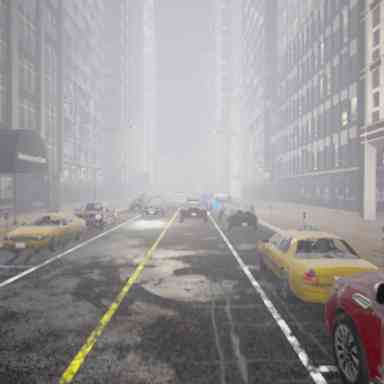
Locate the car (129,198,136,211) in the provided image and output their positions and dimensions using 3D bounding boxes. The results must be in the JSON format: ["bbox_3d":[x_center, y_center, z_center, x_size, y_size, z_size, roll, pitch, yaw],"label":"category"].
[{"bbox_3d":[-5.659,1.284,36.380,1.947,1.339,4.313,0,0,0],"label":"car"}]

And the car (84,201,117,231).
[{"bbox_3d":[-5.675,1.297,19.287,1.967,1.590,4.097,0,0,0],"label":"car"}]

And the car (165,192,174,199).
[{"bbox_3d":[-5.618,0.755,81.965,1.967,1.590,4.097,0,1,0],"label":"car"}]

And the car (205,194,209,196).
[{"bbox_3d":[2.722,1.262,36.371,1.887,1.381,4.507,0,0,0],"label":"car"}]

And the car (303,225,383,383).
[{"bbox_3d":[2.689,1.299,2.179,2.192,1.841,5.009,0,0,0],"label":"car"}]

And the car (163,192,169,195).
[{"bbox_3d":[-5.639,1.068,59.173,1.887,1.381,4.507,0,0,0],"label":"car"}]

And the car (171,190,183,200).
[{"bbox_3d":[-2.939,0.662,68.897,2.150,2.045,5.566,0,1,0],"label":"car"}]

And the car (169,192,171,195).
[{"bbox_3d":[-5.634,1.055,64.872,1.802,1.307,4.206,0,0,0],"label":"car"}]

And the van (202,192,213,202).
[{"bbox_3d":[2.742,0.864,59.163,1.690,1.788,3.998,0,0,0],"label":"van"}]

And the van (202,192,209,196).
[{"bbox_3d":[2.736,0.913,53.464,1.690,1.788,3.998,0,0,0],"label":"van"}]

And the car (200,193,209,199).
[{"bbox_3d":[2.757,0.934,76.261,1.947,1.339,4.313,0,1,0],"label":"car"}]

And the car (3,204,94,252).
[{"bbox_3d":[-5.680,1.427,13.417,1.752,1.417,4.829,0,0,0],"label":"car"}]

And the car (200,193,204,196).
[{"bbox_3d":[0.138,1.234,42.064,1.994,1.385,4.181,0,1,0],"label":"car"}]

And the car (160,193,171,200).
[{"bbox_3d":[-5.629,0.972,70.569,2.008,1.369,4.403,0,1,0],"label":"car"}]

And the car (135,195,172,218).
[{"bbox_3d":[-3.073,1.280,27.871,2.128,1.511,4.902,0,0,0],"label":"car"}]

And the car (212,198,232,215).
[{"bbox_3d":[2.711,1.394,24.976,1.802,1.307,4.206,0,0,0],"label":"car"}]

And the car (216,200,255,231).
[{"bbox_3d":[2.706,1.407,19.278,2.008,1.369,4.403,0,0,0],"label":"car"}]

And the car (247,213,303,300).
[{"bbox_3d":[2.696,1.467,8.049,1.752,1.417,4.829,0,0,0],"label":"car"}]

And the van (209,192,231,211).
[{"bbox_3d":[2.716,1.106,30.672,1.690,1.788,3.998,0,0,0],"label":"van"}]

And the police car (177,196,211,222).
[{"bbox_3d":[0.122,1.315,24.778,2.038,1.542,4.974,0,0,0],"label":"police car"}]
